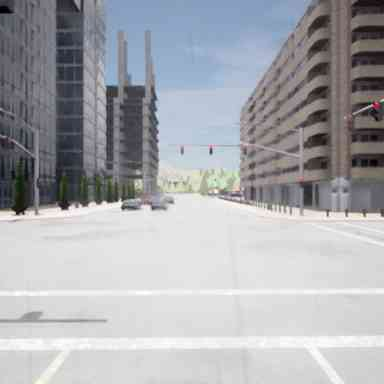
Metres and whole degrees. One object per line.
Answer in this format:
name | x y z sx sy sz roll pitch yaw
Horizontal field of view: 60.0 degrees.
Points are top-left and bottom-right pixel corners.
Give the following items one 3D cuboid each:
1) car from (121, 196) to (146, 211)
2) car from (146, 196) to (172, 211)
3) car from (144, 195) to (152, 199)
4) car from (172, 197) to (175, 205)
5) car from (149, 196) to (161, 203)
car | -7.319 1.529 40.480 2.033 1.411 5.357 0 0 0
car | -3.920 1.529 40.611 2.033 1.411 5.357 0 0 0
car | -7.532 1.325 56.520 2.097 1.767 4.553 0 0 0
car | -4.038 1.499 58.279 1.812 1.442 4.674 0 0 0
car | -7.545 1.512 68.360 2.033 1.411 5.357 0 0 0
